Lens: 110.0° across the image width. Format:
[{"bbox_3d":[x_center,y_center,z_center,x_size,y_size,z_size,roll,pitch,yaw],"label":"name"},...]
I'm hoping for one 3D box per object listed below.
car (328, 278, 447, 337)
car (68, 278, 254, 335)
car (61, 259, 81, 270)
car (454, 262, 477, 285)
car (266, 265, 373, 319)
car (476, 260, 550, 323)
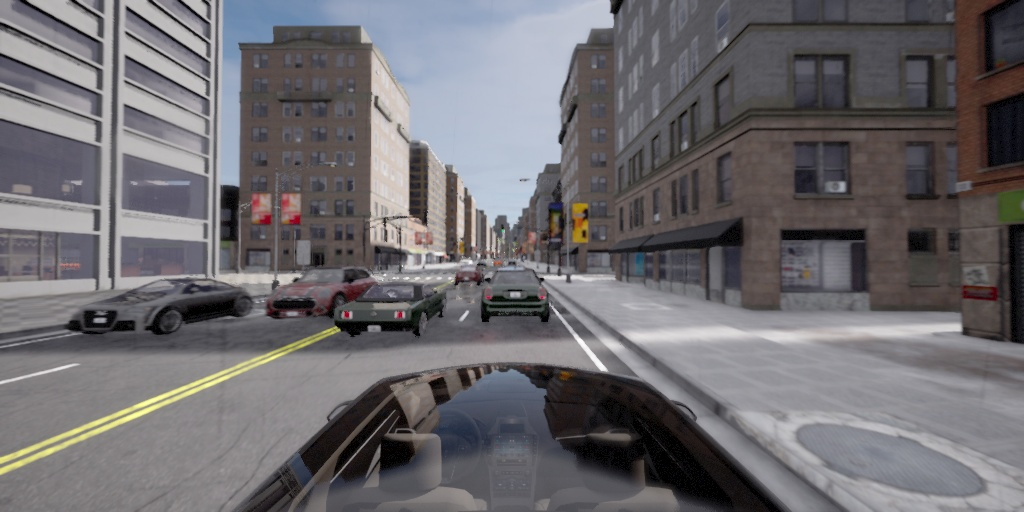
[{"bbox_3d":[-3.151,1.394,10.448,1.895,1.301,4.718,0,0,0],"label":"car"},{"bbox_3d":[-9.848,1.358,10.561,1.994,1.385,4.181,0,0,0],"label":"car"},{"bbox_3d":[-46.277,1.075,39.095,4.553,1.767,2.097,0,-1,0],"label":"car"},{"bbox_3d":[-3.154,1.393,27.049,1.812,1.442,4.674,0,0,0],"label":"car"},{"bbox_3d":[-6.597,1.157,13.018,2.097,1.767,4.553,0,0,0],"label":"car"},{"bbox_3d":[0.098,1.156,12.584,2.097,1.767,4.553,0,0,0],"label":"car"}]
